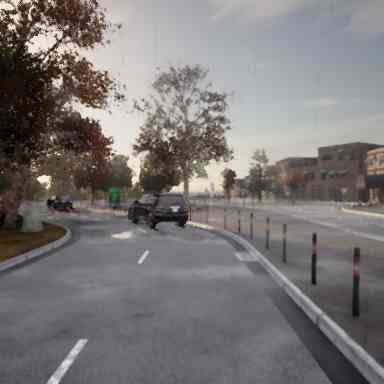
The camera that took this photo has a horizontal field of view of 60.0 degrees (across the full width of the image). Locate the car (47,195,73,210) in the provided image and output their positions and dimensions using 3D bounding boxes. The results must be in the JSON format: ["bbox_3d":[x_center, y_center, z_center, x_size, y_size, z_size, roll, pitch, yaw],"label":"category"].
[{"bbox_3d":[-15.381,1.091,38.554,2.097,1.767,4.553,0,0,-34],"label":"car"}]

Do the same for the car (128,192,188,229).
[{"bbox_3d":[-2.242,1.090,20.979,2.150,2.045,5.566,1,0,-29],"label":"car"}]
